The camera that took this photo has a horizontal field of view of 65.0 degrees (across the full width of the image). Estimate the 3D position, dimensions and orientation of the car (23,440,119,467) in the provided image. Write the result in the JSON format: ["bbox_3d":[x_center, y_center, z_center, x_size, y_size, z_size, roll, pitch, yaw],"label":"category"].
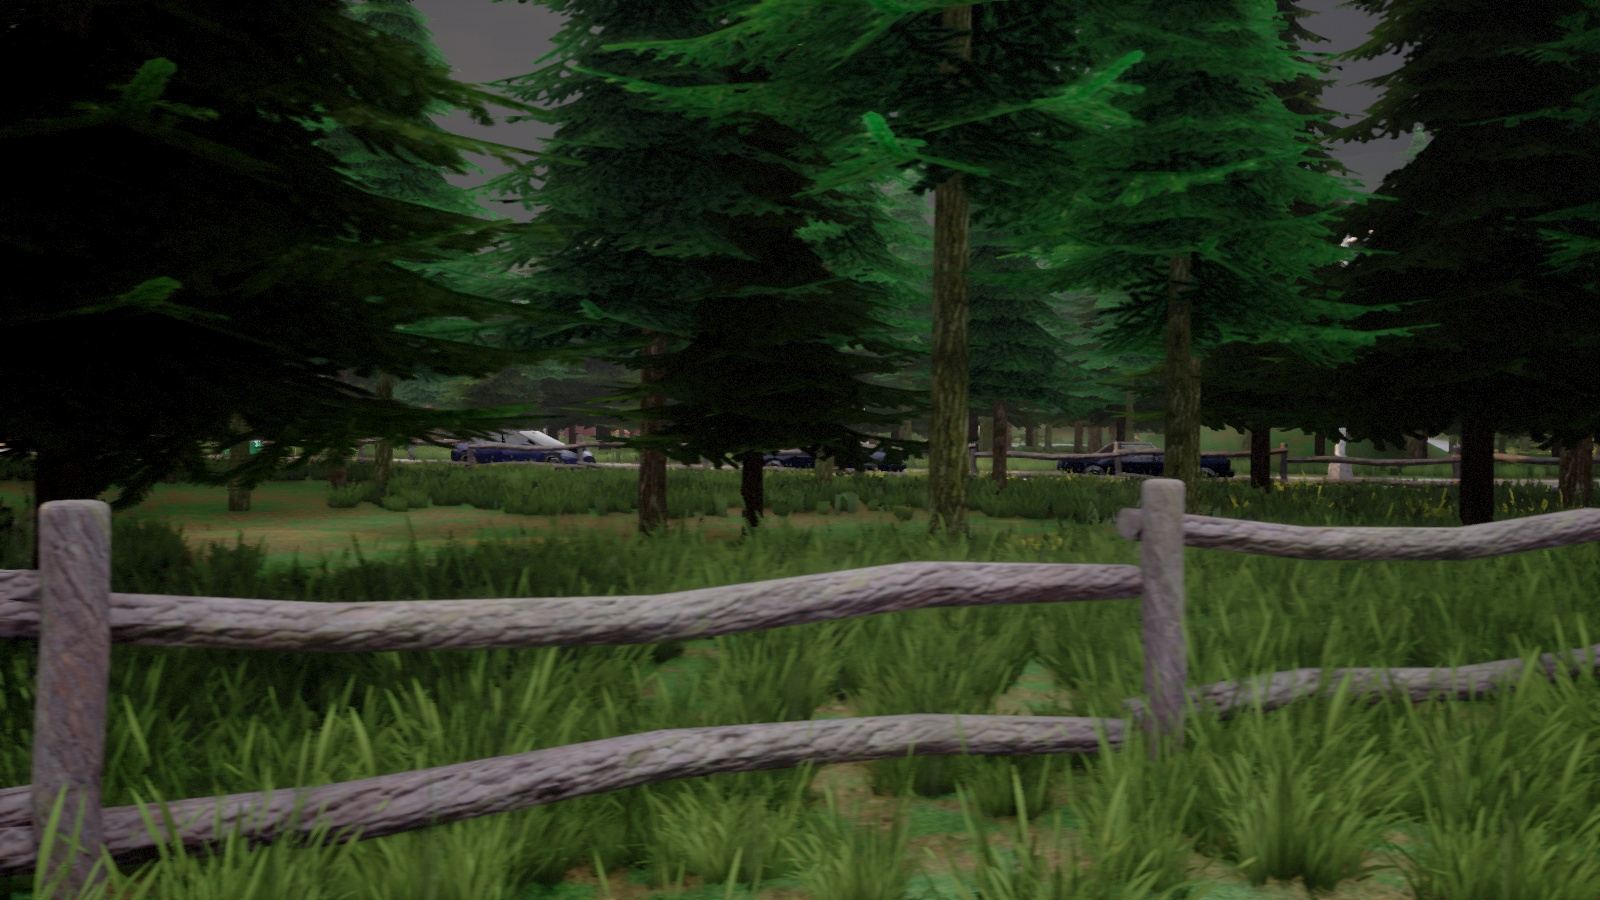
[{"bbox_3d":[-40.840,0.185,70.509,1.812,1.442,4.674,0,1,17],"label":"car"}]

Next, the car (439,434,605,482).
[{"bbox_3d":[-9.019,0.239,40.795,4.792,1.488,2.163,0,1,18],"label":"car"}]

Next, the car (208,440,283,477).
[{"bbox_3d":[-21.348,0.305,48.405,2.207,1.376,1.481,0,1,18],"label":"car"}]

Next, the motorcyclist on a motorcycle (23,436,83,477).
[{"bbox_3d":[-30.728,0.255,51.637,2.350,1.649,0.766,-1,1,19],"label":"motorcyclist on a motorcycle"}]

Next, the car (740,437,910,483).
[{"bbox_3d":[0.759,0.280,37.667,4.718,1.301,1.895,0,1,18],"label":"car"}]

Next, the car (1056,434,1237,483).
[{"bbox_3d":[9.589,0.226,34.853,4.718,1.301,1.895,0,1,17],"label":"car"}]
